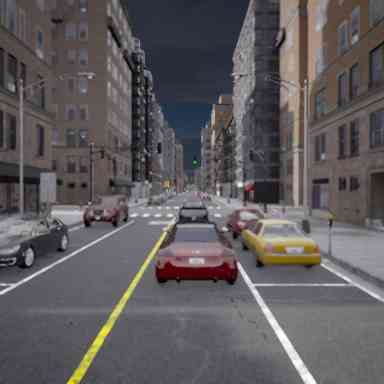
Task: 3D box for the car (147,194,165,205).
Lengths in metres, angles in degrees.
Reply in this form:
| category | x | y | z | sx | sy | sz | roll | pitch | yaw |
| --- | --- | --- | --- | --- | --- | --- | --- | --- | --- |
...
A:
| category | x | y | z | sx | sy | sz | roll | pitch | yaw |
| --- | --- | --- | --- | --- | --- | --- | --- | --- | --- |
| car | -5.390 | 1.165 | 47.989 | 2.008 | 1.369 | 4.403 | 0 | 0 | 0 |

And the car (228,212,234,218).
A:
| category | x | y | z | sx | sy | sz | roll | pitch | yaw |
| --- | --- | --- | --- | --- | --- | --- | --- | --- | --- |
| car | 2.636 | 1.453 | 16.106 | 1.802 | 1.307 | 4.206 | 0 | 0 | 0 |

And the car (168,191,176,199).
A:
| category | x | y | z | sx | sy | sz | roll | pitch | yaw |
| --- | --- | --- | --- | --- | --- | --- | --- | --- | --- |
| car | -5.391 | 0.951 | 75.259 | 1.947 | 1.339 | 4.313 | 0 | 0 | 0 |

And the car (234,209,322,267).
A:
| category | x | y | z | sx | sy | sz | roll | pitch | yaw |
| --- | --- | --- | --- | --- | --- | --- | --- | --- | --- |
| car | 2.636 | 1.438 | 10.863 | 1.752 | 1.417 | 4.829 | 0 | 0 | 0 |

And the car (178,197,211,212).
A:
| category | x | y | z | sx | sy | sz | roll | pitch | yaw |
| --- | --- | --- | --- | --- | --- | --- | --- | --- | --- |
| car | 0.093 | 1.314 | 22.160 | 2.128 | 1.511 | 4.902 | 0 | 0 | 0 |

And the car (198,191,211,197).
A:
| category | x | y | z | sx | sy | sz | roll | pitch | yaw |
| --- | --- | --- | --- | --- | --- | --- | --- | --- | --- |
| car | 2.635 | 0.918 | 64.343 | 1.967 | 1.590 | 4.097 | 0 | 0 | 0 |

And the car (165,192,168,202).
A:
| category | x | y | z | sx | sy | sz | roll | pitch | yaw |
| --- | --- | --- | --- | --- | --- | --- | --- | --- | --- |
| car | -5.390 | 1.114 | 53.443 | 1.887 | 1.381 | 4.507 | 0 | 0 | 0 |

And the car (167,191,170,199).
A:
| category | x | y | z | sx | sy | sz | roll | pitch | yaw |
| --- | --- | --- | --- | --- | --- | --- | --- | --- | --- |
| car | -5.390 | 1.051 | 58.727 | 1.752 | 1.417 | 4.829 | 0 | 0 | 0 |

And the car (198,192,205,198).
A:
| category | x | y | z | sx | sy | sz | roll | pitch | yaw |
| --- | --- | --- | --- | --- | --- | --- | --- | --- | --- |
| car | 2.634 | 0.770 | 91.784 | 1.752 | 1.417 | 4.829 | 0 | 0 | 0 |

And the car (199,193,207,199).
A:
| category | x | y | z | sx | sy | sz | roll | pitch | yaw |
| --- | --- | --- | --- | --- | --- | --- | --- | --- | --- |
| car | 2.634 | 0.884 | 80.706 | 1.887 | 1.381 | 4.507 | 0 | 0 | 0 |

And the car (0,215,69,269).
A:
| category | x | y | z | sx | sy | sz | roll | pitch | yaw |
| --- | --- | --- | --- | --- | --- | --- | --- | --- | --- |
| car | -5.389 | 1.465 | 10.702 | 2.008 | 1.369 | 4.403 | 0 | 0 | 0 |

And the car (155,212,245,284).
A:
| category | x | y | z | sx | sy | sz | roll | pitch | yaw |
| --- | --- | --- | --- | --- | --- | --- | --- | --- | --- |
| car | 0.098 | 1.488 | 9.383 | 1.994 | 1.385 | 4.181 | 0 | 0 | 0 |

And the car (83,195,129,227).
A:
| category | x | y | z | sx | sy | sz | roll | pitch | yaw |
| --- | --- | --- | --- | --- | --- | --- | --- | --- | --- |
| car | -5.389 | 1.142 | 21.525 | 2.192 | 1.841 | 5.009 | 0 | 0 | 0 |

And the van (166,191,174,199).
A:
| category | x | y | z | sx | sy | sz | roll | pitch | yaw |
| --- | --- | --- | --- | --- | --- | --- | --- | --- | --- |
| van | -5.391 | 0.680 | 80.710 | 1.690 | 1.788 | 3.998 | 0 | 0 | 0 |
